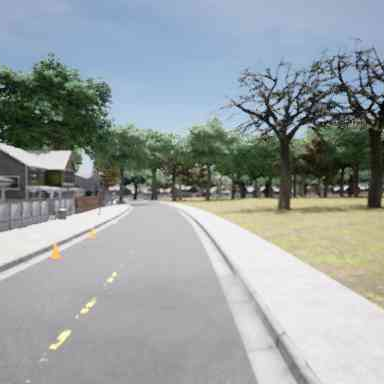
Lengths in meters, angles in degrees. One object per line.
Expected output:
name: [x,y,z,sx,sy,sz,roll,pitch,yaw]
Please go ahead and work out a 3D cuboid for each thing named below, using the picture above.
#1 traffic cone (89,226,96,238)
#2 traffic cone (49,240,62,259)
traffic cone: [-4.856,1.938,16.248,0.340,0.580,0.340,0,0,-3]
traffic cone: [-4.634,1.938,11.291,0.340,0.580,0.340,0,0,-2]
